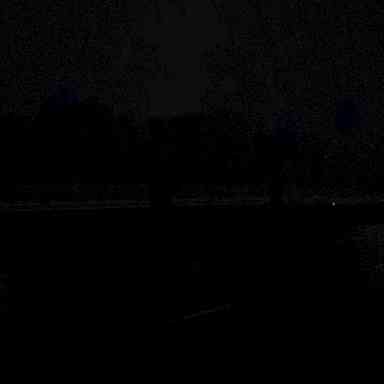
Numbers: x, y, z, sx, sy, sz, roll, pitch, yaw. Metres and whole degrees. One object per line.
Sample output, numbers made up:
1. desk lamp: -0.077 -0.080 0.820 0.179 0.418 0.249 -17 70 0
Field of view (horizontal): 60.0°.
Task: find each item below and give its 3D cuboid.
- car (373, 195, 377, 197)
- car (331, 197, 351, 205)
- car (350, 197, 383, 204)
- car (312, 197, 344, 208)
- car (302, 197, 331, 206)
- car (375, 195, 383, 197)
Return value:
1. car: 31.821 1.279 56.682 4.553 1.767 2.097 0 0 -36
2. car: 18.680 1.478 38.807 4.674 1.442 1.812 0 0 -35
3. car: 18.848 1.519 34.634 4.181 1.385 1.994 0 0 -35
4. car: 19.716 1.451 48.107 4.892 1.490 1.837 1 0 -35
5. car: 15.473 1.459 40.824 4.892 1.490 1.837 0 0 -35
6. car: 31.032 1.531 51.855 4.718 1.301 1.895 0 0 -35
